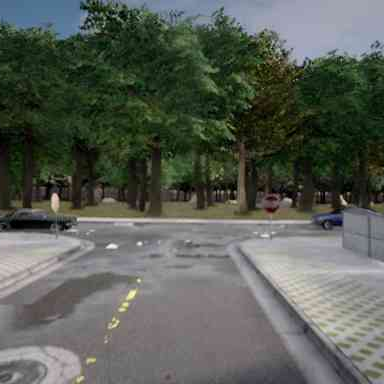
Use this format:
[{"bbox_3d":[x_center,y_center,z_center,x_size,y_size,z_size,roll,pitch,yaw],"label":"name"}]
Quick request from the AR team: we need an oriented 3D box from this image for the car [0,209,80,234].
[{"bbox_3d":[-9.233,1.686,19.716,4.718,1.301,1.895,1,1,0],"label":"car"}]

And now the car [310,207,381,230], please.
[{"bbox_3d":[10.436,1.778,22.580,4.674,1.442,1.812,0,1,0],"label":"car"}]
